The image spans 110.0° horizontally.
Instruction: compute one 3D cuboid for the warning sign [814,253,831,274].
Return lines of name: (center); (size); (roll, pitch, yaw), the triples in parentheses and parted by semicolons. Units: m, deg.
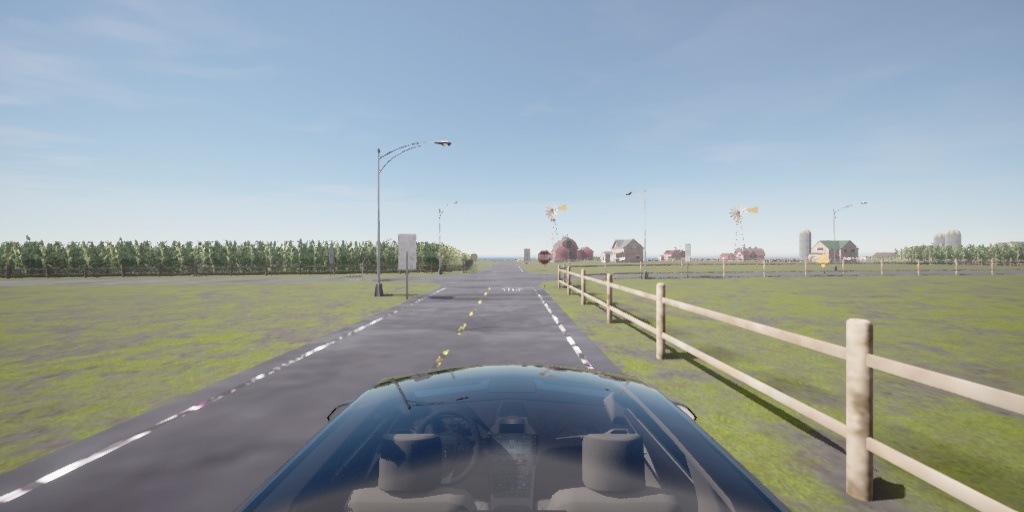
warning sign: (28.086, 0.700, 32.291); (1.060, 1.860, 1.300); (0, 0, -5)
